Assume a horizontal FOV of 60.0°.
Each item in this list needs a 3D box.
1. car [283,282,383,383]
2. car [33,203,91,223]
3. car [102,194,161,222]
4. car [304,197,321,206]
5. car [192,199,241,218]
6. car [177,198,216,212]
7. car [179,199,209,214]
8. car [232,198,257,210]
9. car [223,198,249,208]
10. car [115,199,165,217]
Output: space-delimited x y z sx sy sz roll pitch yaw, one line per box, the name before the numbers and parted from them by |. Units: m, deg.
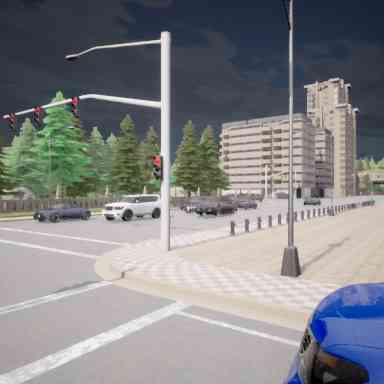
car | 3.316 1.221 1.601 5.566 2.045 2.150 0 0 36
car | -9.977 1.564 25.799 1.994 1.385 4.181 0 0 36
car | -4.683 1.221 27.192 2.150 2.045 5.566 0 0 35
car | 20.195 1.564 55.706 1.994 1.385 4.181 0 0 35
car | 2.362 1.601 30.687 1.895 1.301 4.718 0 0 35
car | 0.665 1.547 40.714 2.033 1.411 5.357 0 0 36
car | 1.082 1.492 35.271 2.128 1.511 4.902 0 0 36
car | 6.909 1.564 43.412 1.994 1.385 4.181 0 0 36
car | 6.491 1.564 48.822 1.994 1.385 4.181 0 0 36
car | -5.012 1.491 32.758 2.128 1.511 4.902 0 0 35
